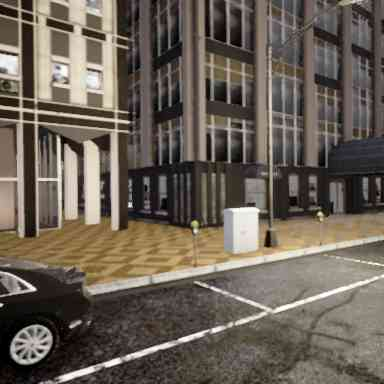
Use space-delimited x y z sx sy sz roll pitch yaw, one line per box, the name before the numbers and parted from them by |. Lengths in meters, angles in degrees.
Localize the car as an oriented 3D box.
car | -3.482 1.555 4.081 4.403 1.369 2.008 -1 0 -35
